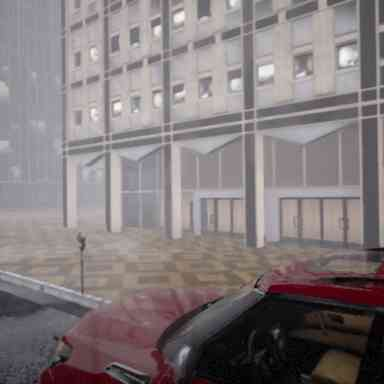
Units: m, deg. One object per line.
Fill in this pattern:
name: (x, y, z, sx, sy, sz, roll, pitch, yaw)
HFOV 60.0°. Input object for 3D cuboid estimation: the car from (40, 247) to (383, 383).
car: (1.163, 1.315, 2.064, 5.009, 1.841, 2.192, 0, -1, 36)
